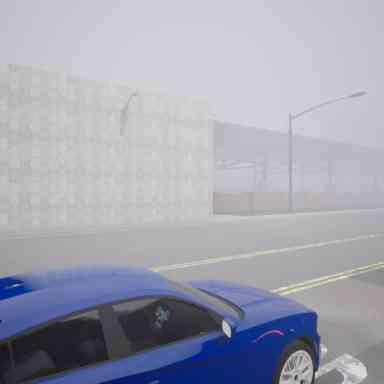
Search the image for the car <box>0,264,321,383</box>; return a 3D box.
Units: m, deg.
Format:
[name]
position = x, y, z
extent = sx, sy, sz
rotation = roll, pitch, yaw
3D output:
[car]
position = -0.776, 1.478, 3.196
extent = 5.008, 1.535, 1.882
rotation = 0, 0, -36
